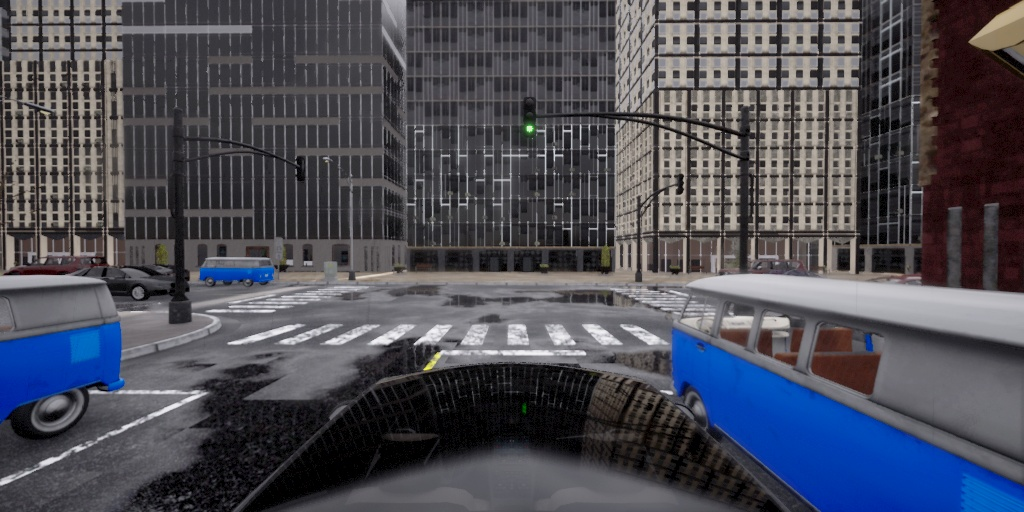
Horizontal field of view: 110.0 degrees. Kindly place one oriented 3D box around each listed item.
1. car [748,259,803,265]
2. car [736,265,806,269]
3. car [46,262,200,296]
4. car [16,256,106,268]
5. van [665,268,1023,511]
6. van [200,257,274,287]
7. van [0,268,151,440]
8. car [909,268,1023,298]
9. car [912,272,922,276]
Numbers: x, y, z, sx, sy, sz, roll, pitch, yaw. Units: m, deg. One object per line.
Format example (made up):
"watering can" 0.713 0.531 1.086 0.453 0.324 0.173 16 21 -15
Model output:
"car" 15.289 1.109 22.021 5.009 1.841 2.192 0 0 1
"car" 14.798 1.390 19.425 4.181 1.385 1.994 0 1 1
"car" -17.721 1.208 16.509 4.892 1.490 1.837 0 1 1
"car" -28.145 0.895 22.403 5.009 1.841 2.192 0 0 1
"van" 2.690 1.091 2.718 1.690 1.789 3.998 0 0 0
"van" -17.099 0.971 22.306 3.998 1.789 1.690 0 0 1
"van" -5.690 1.091 2.770 1.690 1.789 3.998 0 0 0
"car" 25.263 1.429 19.332 5.357 1.411 2.033 0 1 0
"car" 15.214 1.449 13.641 4.507 1.381 1.888 0 0 1
